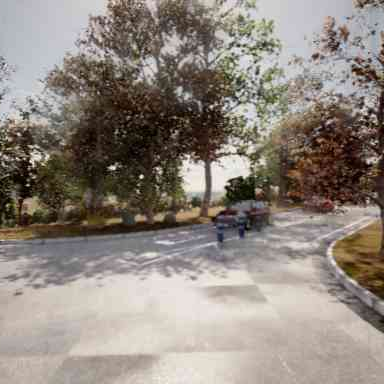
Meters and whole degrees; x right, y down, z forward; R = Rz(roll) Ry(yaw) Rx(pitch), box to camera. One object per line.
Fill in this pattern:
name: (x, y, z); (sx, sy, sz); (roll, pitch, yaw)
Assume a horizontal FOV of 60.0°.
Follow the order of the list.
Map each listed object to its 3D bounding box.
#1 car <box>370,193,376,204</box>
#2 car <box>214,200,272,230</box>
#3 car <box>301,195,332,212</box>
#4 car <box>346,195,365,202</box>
car: (25.376, 0.880, 44.873); (1.837, 1.490, 4.892); (-1, 0, 36)
car: (3.299, 1.323, 21.050); (2.097, 1.767, 4.553); (-1, 0, 37)
car: (12.730, 1.067, 33.756); (2.097, 1.767, 4.553); (-1, 1, 36)
car: (24.392, 0.872, 49.462); (1.882, 1.535, 5.008); (-1, 0, 37)
